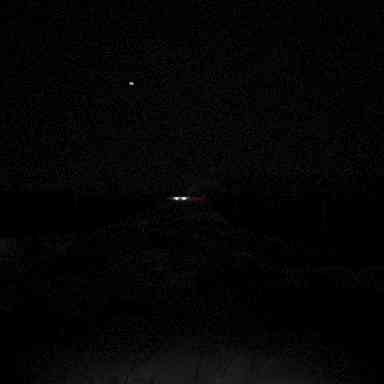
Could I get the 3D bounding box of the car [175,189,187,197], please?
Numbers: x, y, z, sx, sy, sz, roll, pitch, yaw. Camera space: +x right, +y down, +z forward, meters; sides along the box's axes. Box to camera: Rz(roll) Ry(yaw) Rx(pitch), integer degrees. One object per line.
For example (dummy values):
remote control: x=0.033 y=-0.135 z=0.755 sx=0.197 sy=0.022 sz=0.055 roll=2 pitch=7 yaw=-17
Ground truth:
car: x=-1.982 y=0.186 z=59.393 sx=1.994 sy=1.385 sz=4.181 roll=0 pitch=1 yaw=1

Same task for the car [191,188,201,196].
car: x=0.833 y=0.043 z=64.363 sx=1.812 sy=1.442 sz=4.674 roll=0 pitch=1 yaw=1

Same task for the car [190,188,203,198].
car: x=0.703 y=0.235 z=54.327 sx=2.128 sy=1.511 sz=4.902 roll=0 pitch=1 yaw=1
